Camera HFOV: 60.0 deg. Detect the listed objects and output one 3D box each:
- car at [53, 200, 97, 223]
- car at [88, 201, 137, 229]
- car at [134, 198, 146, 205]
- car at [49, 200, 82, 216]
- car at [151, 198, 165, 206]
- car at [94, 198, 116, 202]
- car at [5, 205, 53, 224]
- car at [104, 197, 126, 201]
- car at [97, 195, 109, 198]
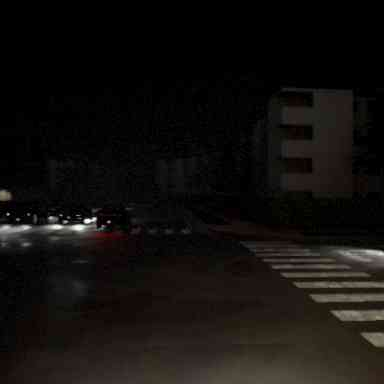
[{"bbox_3d":[-9.154,1.629,26.449,1.837,1.490,4.892,1,0,-6],"label":"car"},{"bbox_3d":[-5.192,1.620,22.509,2.128,1.511,4.902,1,0,-4],"label":"car"},{"bbox_3d":[-10.652,1.940,67.599,2.128,1.511,4.902,1,0,-21],"label":"car"},{"bbox_3d":[-13.392,1.634,35.518,1.882,1.535,5.008,1,0,-4],"label":"car"},{"bbox_3d":[-6.968,2.007,67.663,2.033,1.411,5.357,1,0,-21],"label":"car"},{"bbox_3d":[-9.884,1.679,35.555,2.128,1.511,4.902,1,0,-4],"label":"car"},{"bbox_3d":[-12.685,1.691,26.151,1.895,1.301,4.718,1,0,-4],"label":"car"},{"bbox_3d":[-10.629,1.784,45.432,1.812,1.442,4.674,1,0,-4],"label":"car"},{"bbox_3d":[-15.123,1.522,56.134,2.150,2.045,5.566,1,0,-8],"label":"car"}]
